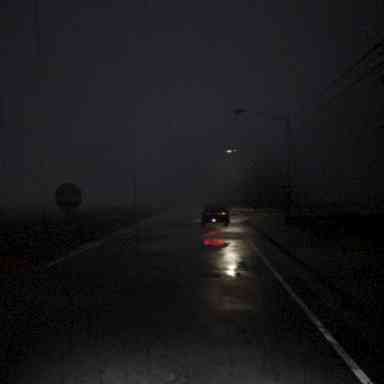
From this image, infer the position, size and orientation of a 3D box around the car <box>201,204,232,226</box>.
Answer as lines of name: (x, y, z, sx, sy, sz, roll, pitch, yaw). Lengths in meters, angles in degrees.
car: (1.803, 1.619, 24.220, 1.837, 1.490, 4.892, -1, 0, 9)
